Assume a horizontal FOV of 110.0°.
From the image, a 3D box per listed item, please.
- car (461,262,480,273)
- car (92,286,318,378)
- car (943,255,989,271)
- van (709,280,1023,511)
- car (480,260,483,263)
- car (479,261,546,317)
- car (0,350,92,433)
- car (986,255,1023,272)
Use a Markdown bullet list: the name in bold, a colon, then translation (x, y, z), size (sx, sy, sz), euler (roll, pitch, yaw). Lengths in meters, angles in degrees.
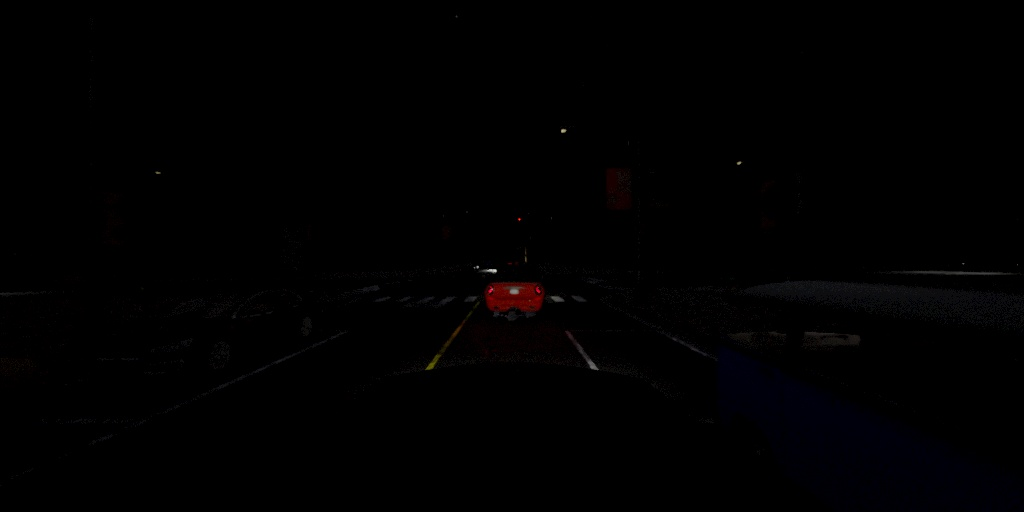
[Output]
- **car**: translation (-5.970, 1.665, 49.592), size (2.007, 1.370, 4.403), euler (0, 0, -1)
- **car**: translation (-5.764, 1.343, 7.410), size (2.007, 1.370, 4.403), euler (0, 0, 0)
- **car**: translation (44.445, 0.683, 34.397), size (4.902, 1.511, 2.128), euler (-1, 0, 0)
- **van**: translation (2.762, 1.092, 1.902), size (1.690, 1.789, 3.998), euler (0, 0, 0)
- **car**: translation (-6.016, 1.703, 54.584), size (2.007, 1.370, 4.403), euler (0, 0, -1)
- **car**: translation (0.154, 1.193, 13.818), size (2.097, 1.767, 4.553), euler (0, 0, 2)
- **car**: translation (-5.763, 1.277, 1.728), size (1.751, 1.417, 4.829), euler (0, 0, 0)
- **car**: translation (45.052, 0.764, 31.143), size (4.718, 1.301, 1.895), euler (-1, 0, 0)
